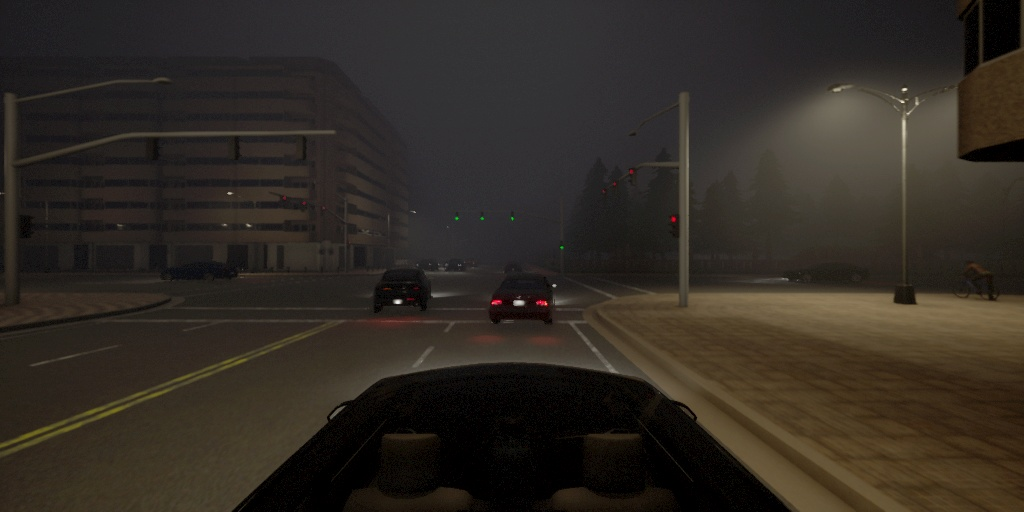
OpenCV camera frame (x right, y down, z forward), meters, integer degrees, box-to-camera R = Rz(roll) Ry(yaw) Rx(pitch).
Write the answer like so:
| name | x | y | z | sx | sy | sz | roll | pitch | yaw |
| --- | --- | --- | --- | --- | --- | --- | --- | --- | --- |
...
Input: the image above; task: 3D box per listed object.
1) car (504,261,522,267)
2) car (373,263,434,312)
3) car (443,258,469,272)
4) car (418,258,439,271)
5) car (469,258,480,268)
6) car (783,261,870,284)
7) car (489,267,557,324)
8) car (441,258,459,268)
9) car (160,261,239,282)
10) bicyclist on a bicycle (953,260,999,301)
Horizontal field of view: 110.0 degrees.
| name | x | y | z | sx | sy | sz | roll | pitch | yaw |
| --- | --- | --- | --- | --- | --- | --- | --- | --- | --- |
| car | 0.107 | 1.246 | 40.097 | 1.812 | 1.442 | 4.674 | 0 | 0 | 0 |
| car | -4.262 | 1.224 | 14.333 | 1.837 | 1.490 | 4.892 | 0 | 1 | -11 |
| car | -7.079 | 1.069 | 44.950 | 2.097 | 1.767 | 4.553 | 0 | 0 | 0 |
| car | -10.578 | 1.069 | 44.964 | 2.097 | 1.767 | 4.553 | 0 | 0 | 0 |
| car | -7.040 | 1.056 | 60.438 | 2.097 | 1.767 | 4.553 | 0 | 0 | 0 |
| car | 22.655 | 1.153 | 26.035 | 5.008 | 1.535 | 1.882 | 0 | 0 | 10 |
| car | 0.478 | 1.288 | 12.009 | 2.033 | 1.411 | 5.357 | 0 | 0 | 7 |
| car | -10.531 | 1.195 | 61.299 | 2.128 | 1.511 | 4.902 | 0 | 0 | 1 |
| car | -23.668 | 1.152 | 27.220 | 5.008 | 1.535 | 1.882 | 0 | 0 | 0 |
| bicyclist on a bicycle | 19.083 | 0.985 | 14.786 | 0.582 | 1.620 | 1.656 | 0 | 0 | 7 |
